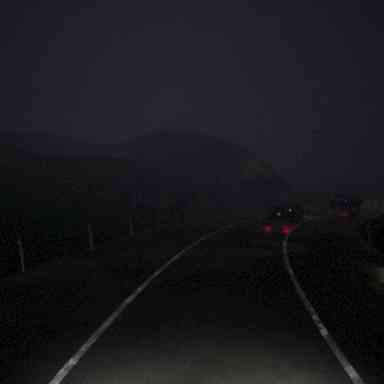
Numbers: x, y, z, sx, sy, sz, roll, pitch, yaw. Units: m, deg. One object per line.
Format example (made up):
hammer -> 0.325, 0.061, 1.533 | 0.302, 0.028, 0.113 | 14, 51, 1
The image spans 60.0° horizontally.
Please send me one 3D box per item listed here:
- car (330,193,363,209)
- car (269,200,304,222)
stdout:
car -> 17.506, 0.889, 37.600 | 4.553, 1.767, 2.097 | -2, 5, -42
car -> 7.270, 1.366, 25.489 | 1.812, 1.442, 4.674 | 3, 2, 29
